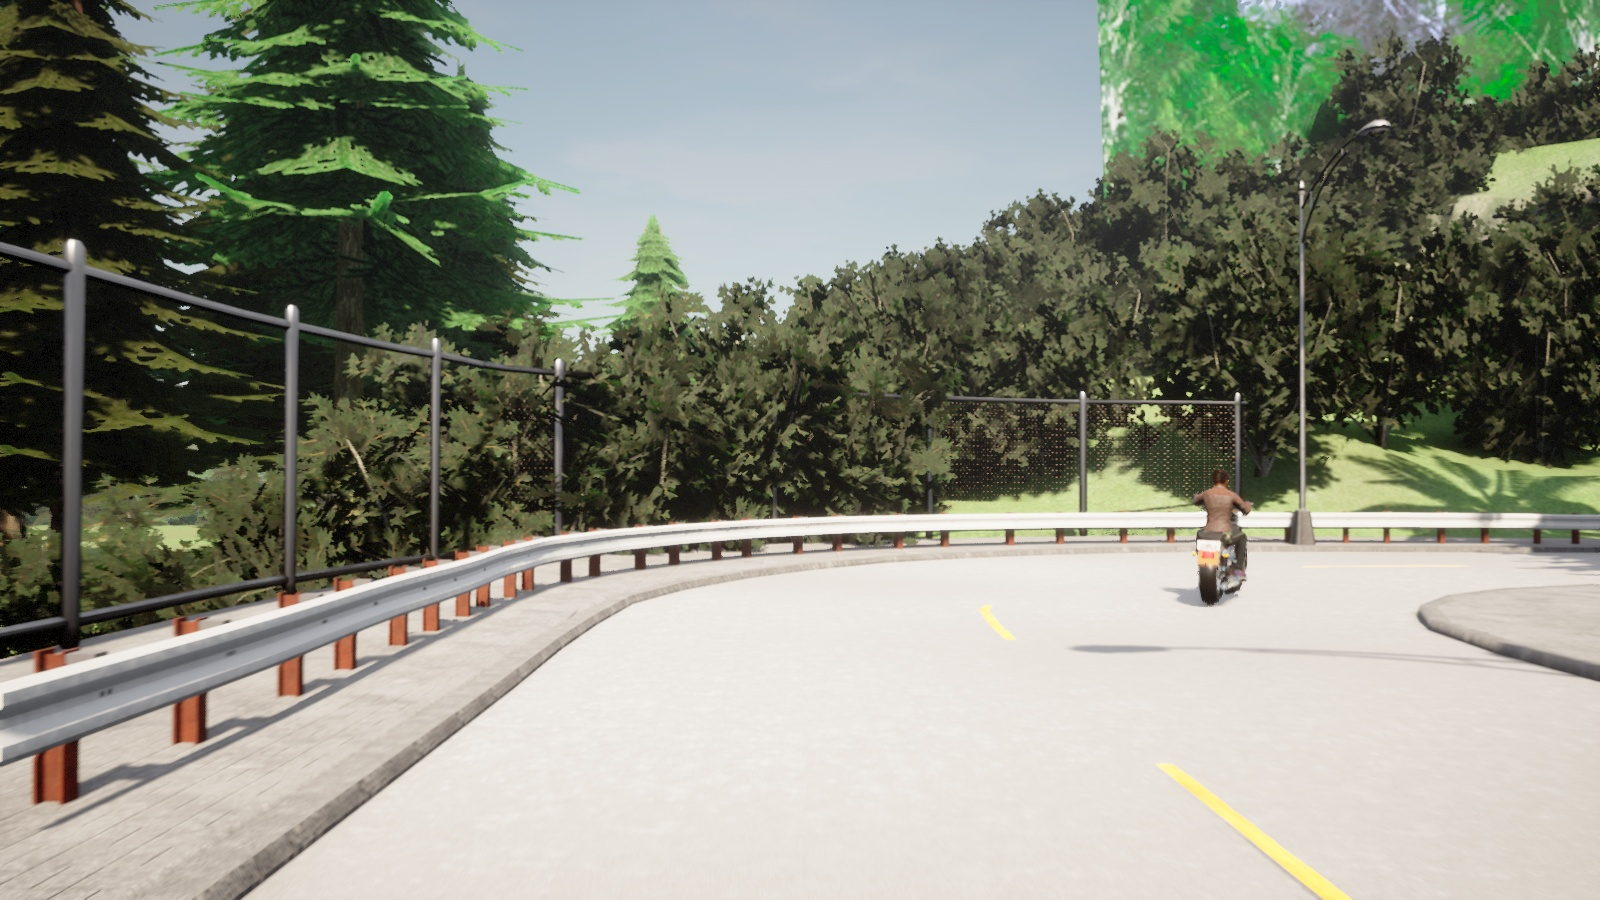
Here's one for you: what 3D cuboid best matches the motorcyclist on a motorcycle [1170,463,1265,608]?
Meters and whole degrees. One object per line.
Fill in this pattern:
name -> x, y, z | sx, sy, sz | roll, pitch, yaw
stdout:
motorcyclist on a motorcycle -> 5.251, 1.008, 15.687 | 0.766, 1.649, 2.350 | 1, 0, 27
